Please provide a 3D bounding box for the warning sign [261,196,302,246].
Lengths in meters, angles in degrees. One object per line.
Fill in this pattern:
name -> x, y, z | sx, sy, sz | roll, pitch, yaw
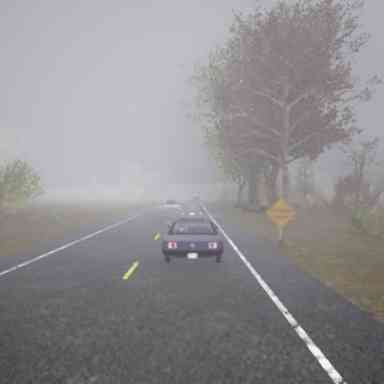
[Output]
warning sign -> 3.572, 1.128, 13.378 | 1.300, 1.860, 1.060 | 1, 1, 0

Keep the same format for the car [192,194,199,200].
car -> 1.033, 1.436, 93.422 | 1.837, 1.490, 4.892 | 0, 0, 0

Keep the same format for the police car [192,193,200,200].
police car -> 1.035, 1.383, 83.531 | 1.930, 1.638, 5.238 | 0, 0, 0

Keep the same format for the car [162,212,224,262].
car -> 0.038, 1.612, 12.096 | 1.895, 1.301, 4.718 | 0, 0, 0

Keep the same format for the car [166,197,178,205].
car -> -3.551, 1.602, 58.886 | 1.895, 1.301, 4.718 | 0, 0, 1

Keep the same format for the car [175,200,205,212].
car -> 0.023, 1.569, 25.553 | 2.033, 1.411, 5.357 | 0, 0, 0
